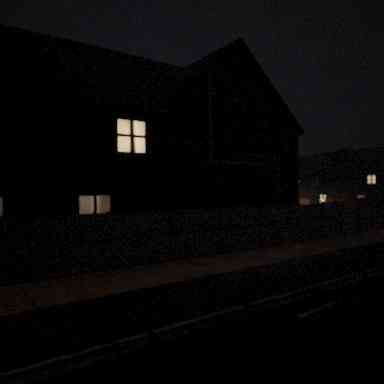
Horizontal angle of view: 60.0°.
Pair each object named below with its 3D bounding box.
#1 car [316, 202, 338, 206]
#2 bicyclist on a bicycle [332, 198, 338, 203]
[{"bbox_3d":[12.084,1.666,28.952,1.837,1.490,4.892,-2,0,-35],"label":"car"},{"bbox_3d":[14.981,1.405,34.957,1.656,1.620,0.582,-2,0,-36],"label":"bicyclist on a bicycle"}]
